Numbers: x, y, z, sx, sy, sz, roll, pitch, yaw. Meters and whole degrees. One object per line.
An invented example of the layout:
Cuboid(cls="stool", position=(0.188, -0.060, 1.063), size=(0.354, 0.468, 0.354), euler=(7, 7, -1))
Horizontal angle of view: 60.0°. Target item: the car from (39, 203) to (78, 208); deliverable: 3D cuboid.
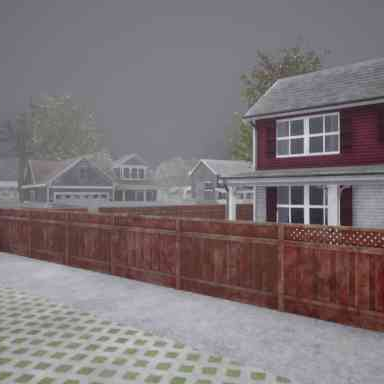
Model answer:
Cuboid(cls="car", position=(-9.831, 1.594, 23.420), size=(4.892, 1.490, 1.837), euler=(0, 0, -37))

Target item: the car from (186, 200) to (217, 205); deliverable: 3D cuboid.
Cuboid(cls="car", position=(0.481, 1.505, 30.859), size=(4.553, 1.767, 2.097), euler=(0, 0, -35))
